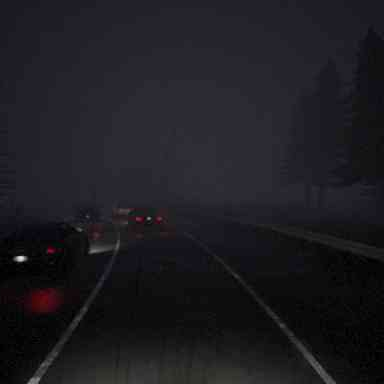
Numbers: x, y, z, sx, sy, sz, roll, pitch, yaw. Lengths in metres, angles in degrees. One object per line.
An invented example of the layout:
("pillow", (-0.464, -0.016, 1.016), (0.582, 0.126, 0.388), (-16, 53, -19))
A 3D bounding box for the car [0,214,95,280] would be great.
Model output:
("car", (-4.374, 1.577, 9.976), (1.994, 1.385, 4.181), (0, 0, -8))

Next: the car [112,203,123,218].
("car", (-6.181, 1.617, 30.587), (1.895, 1.301, 4.718), (0, 0, -21))

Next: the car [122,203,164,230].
("car", (-3.068, 1.555, 21.188), (2.033, 1.411, 5.357), (0, 0, -15))

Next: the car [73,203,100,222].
("car", (-8.143, 1.549, 25.787), (1.812, 1.442, 4.674), (0, 0, -19))

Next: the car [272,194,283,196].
("car", (22.644, 1.276, 89.185), (4.553, 1.767, 2.097), (0, 0, -39))

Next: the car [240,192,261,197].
("car", (17.143, 1.163, 93.751), (5.566, 2.045, 2.150), (0, 0, -35))
